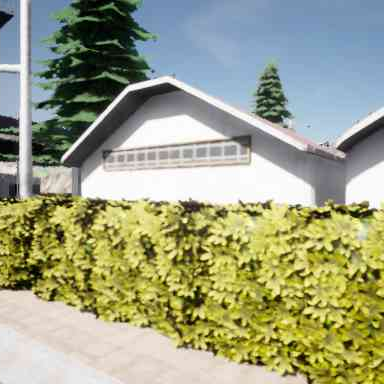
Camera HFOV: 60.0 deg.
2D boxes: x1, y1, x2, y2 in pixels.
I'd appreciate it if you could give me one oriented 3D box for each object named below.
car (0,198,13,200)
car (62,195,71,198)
[{"bbox_3d":[-20.324,1.433,35.219,4.611,1.667,2.242,0,0,35],"label":"car"},{"bbox_3d":[-13.518,1.271,37.351,3.866,1.878,1.905,0,0,35],"label":"car"}]
